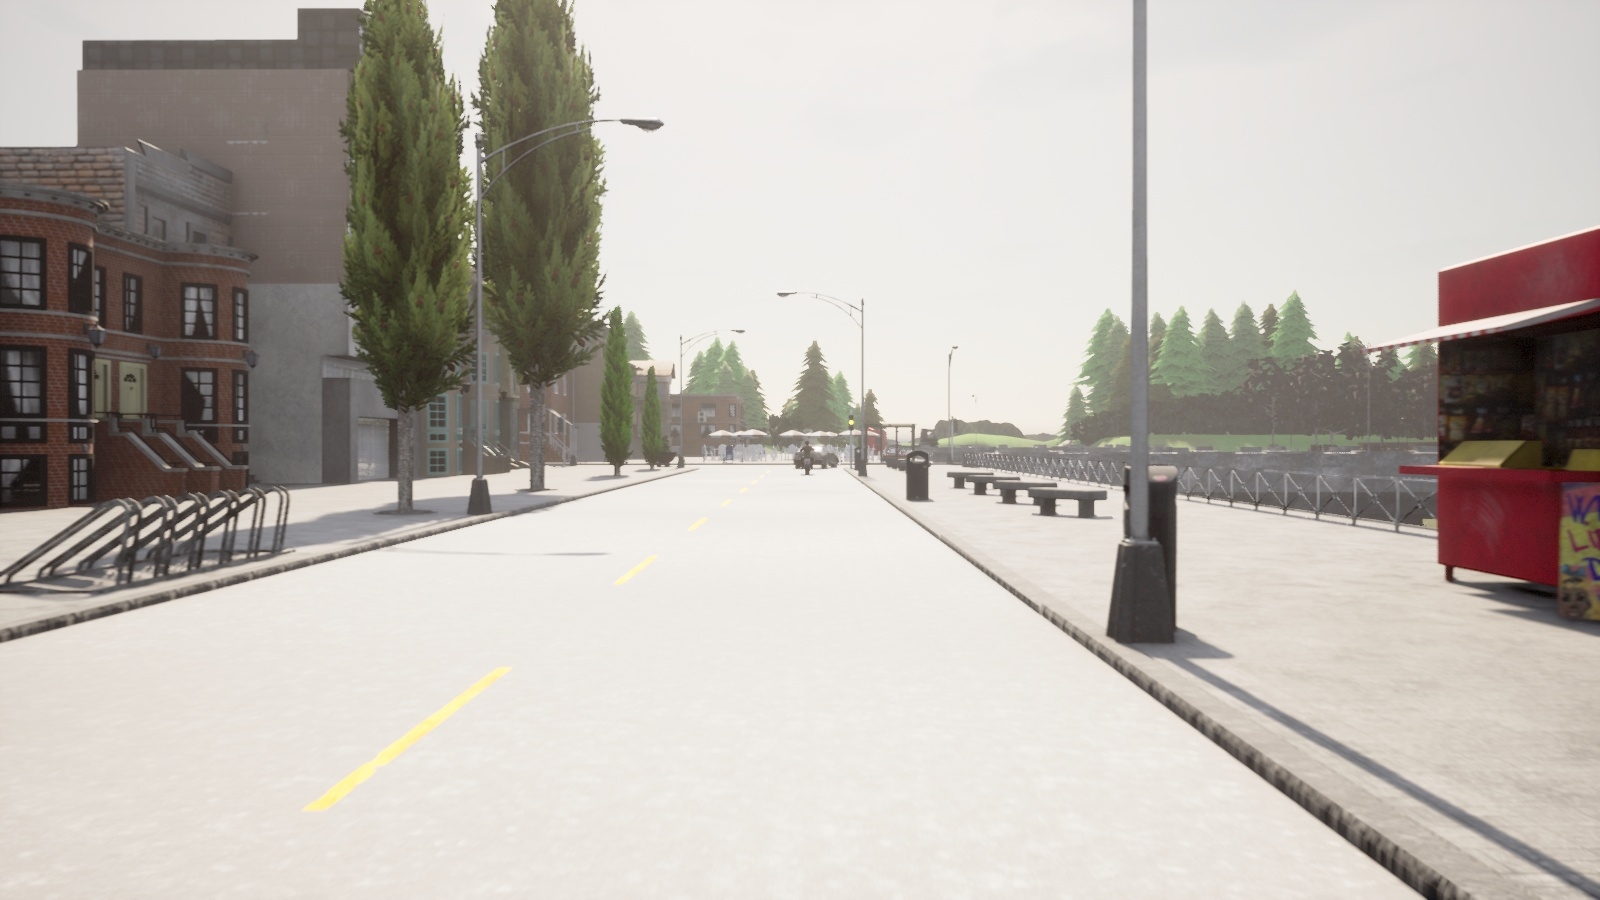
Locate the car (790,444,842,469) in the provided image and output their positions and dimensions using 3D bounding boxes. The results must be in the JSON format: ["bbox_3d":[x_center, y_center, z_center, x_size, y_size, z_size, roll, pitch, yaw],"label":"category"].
[{"bbox_3d":[0.993,0.376,74.224,2.033,1.411,5.357,0,0,13],"label":"car"}]
